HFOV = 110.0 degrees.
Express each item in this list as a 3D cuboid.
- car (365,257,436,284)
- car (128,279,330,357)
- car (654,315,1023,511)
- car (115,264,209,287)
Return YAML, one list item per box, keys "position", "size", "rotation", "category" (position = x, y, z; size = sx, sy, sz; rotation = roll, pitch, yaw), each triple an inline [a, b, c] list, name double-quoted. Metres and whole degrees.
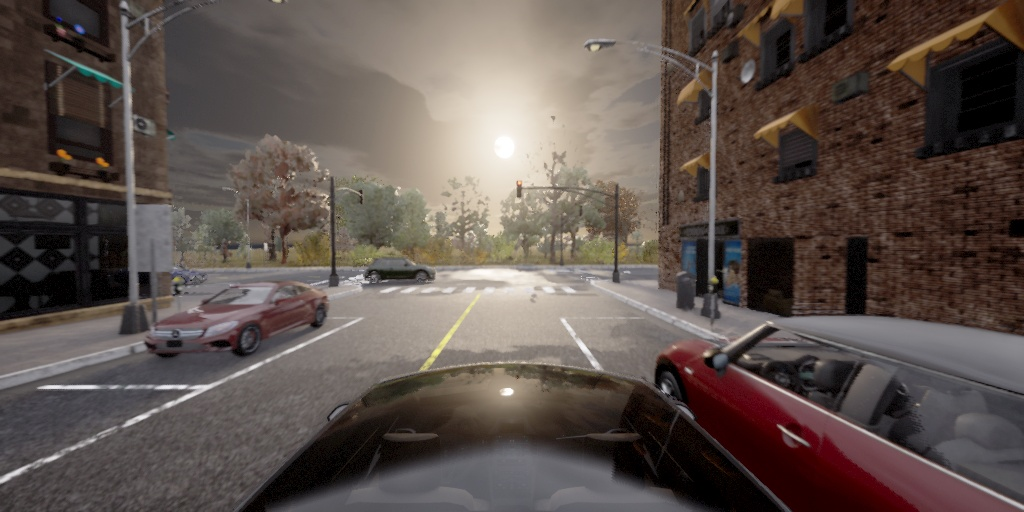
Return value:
- position: [-7.613, 0.879, 24.750]
  size: [4.553, 1.767, 2.097]
  rotation: [0, 2, -8]
  category: "car"
- position: [-5.793, 1.244, 8.262]
  size: [1.802, 1.307, 4.207]
  rotation: [0, 0, 0]
  category: "car"
- position: [2.688, 1.175, 2.798]
  size: [1.967, 1.591, 4.097]
  rotation: [0, 0, 0]
  category: "car"
- position: [-22.339, 1.187, 22.985]
  size: [4.674, 1.442, 1.812]
  rotation: [1, 2, -7]
  category: "car"
